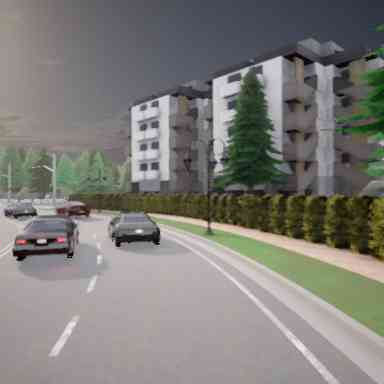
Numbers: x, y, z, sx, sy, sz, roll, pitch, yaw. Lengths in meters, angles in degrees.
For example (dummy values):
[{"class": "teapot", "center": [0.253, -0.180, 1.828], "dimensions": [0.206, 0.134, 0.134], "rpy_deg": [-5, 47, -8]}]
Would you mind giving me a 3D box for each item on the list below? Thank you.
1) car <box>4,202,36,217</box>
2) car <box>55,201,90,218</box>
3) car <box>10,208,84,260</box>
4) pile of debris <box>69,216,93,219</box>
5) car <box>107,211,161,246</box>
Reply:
[{"class": "car", "center": [-15.801, 1.652, 30.621], "dimensions": [1.994, 1.385, 4.181], "rpy_deg": [0, 0, -41]}, {"class": "car", "center": [-10.939, 1.537, 30.300], "dimensions": [1.882, 1.535, 5.008], "rpy_deg": [-1, 0, -39]}, {"class": "car", "center": [-5.383, 1.580, 12.729], "dimensions": [2.033, 1.411, 5.357], "rpy_deg": [0, 0, -17]}, {"class": "pile of debris", "center": [-9.751, 2.234, 29.142], "dimensions": [1.500, 0.140, 1.860], "rpy_deg": [0, 0, -37]}, {"class": "car", "center": [-2.792, 1.584, 15.530], "dimensions": [1.994, 1.385, 4.181], "rpy_deg": [0, 0, -18]}]
